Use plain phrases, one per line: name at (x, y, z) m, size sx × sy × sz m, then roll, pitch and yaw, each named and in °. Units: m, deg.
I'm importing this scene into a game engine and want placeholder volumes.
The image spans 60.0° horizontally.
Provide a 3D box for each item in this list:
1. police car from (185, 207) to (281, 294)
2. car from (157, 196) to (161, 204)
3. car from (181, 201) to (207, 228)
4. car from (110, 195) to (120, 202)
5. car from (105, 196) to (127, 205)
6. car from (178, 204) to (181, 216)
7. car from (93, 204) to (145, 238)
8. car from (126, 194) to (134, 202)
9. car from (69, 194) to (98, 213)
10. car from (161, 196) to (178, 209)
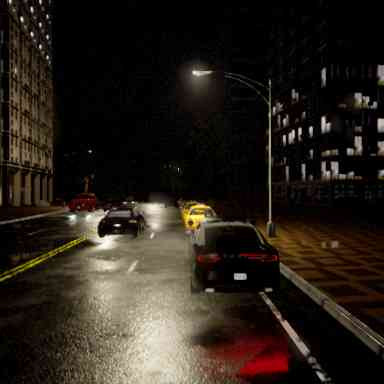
police car at (0.862, 1.422, 8.972) m, size 1.930 × 1.638 × 5.238 m, roll 0°, pitch 0°, yaw -1°
car at (-5.604, 1.524, 64.287) m, size 1.812 × 1.442 × 4.674 m, roll 0°, pitch 0°, yaw -10°
car at (0.458, 1.449, 19.204) m, size 1.801 × 1.575 × 5.366 m, roll 0°, pitch 0°, yaw -3°
car at (-17.838, 1.548, 77.368) m, size 2.033 × 1.411 × 5.357 m, roll 0°, pitch 0°, yaw -9°
car at (-8.510, 1.517, 36.457) m, size 1.812 × 1.442 × 4.674 m, roll 0°, pitch 0°, yaw -6°
car at (0.085, 1.447, 25.287) m, size 1.801 × 1.575 × 5.366 m, roll 0°, pitch 0°, yaw -4°
car at (-3.651, 1.557, 17.776) m, size 1.994 × 1.385 × 4.181 m, roll 0°, pitch 0°, yaw -3°
car at (-14.500, 1.363, 77.062) m, size 2.097 × 1.767 × 4.553 m, roll 0°, pitch 0°, yaw -9°
car at (-11.782, 1.213, 36.565) m, size 2.150 × 2.045 × 5.566 m, roll 0°, pitch 0°, yaw -6°
car at (-2.881, 1.538, 46.185) m, size 2.033 × 1.411 × 5.357 m, roll 0°, pitch 0°, yaw -7°
